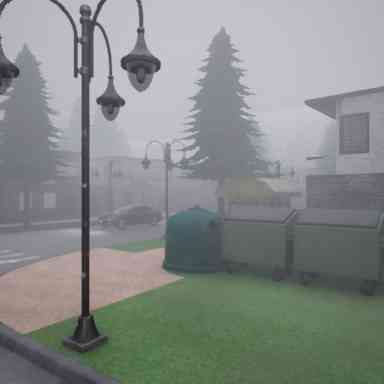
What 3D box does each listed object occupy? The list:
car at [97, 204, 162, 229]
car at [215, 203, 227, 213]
[{"bbox_3d":[-4.212,1.650,22.943,1.837,1.490,4.892,0,0,40],"label":"car"},{"bbox_3d":[4.264,1.499,31.509,4.553,1.767,2.097,0,0,-40],"label":"car"}]
